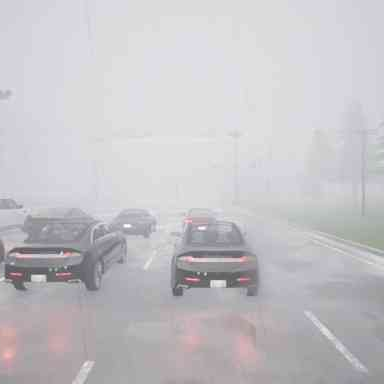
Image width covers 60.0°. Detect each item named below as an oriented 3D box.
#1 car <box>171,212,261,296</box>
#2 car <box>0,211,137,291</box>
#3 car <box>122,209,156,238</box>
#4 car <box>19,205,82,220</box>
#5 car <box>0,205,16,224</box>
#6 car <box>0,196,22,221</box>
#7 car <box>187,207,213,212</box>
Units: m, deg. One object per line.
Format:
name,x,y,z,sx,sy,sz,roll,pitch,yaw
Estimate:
car,0.482,1.492,8.605,2.128,1.511,4.902,0,0,0
car,-3.033,1.492,8.999,2.128,1.511,4.902,0,0,0
car,-3.057,1.565,17.697,1.994,1.385,4.181,0,0,0
car,-6.554,1.479,17.125,1.882,1.535,5.008,0,0,0
car,-6.532,1.352,7.952,2.097,1.767,4.553,0,0,0
car,-10.050,1.223,16.621,2.150,2.045,5.566,0,0,0
car,0.435,1.527,17.686,1.812,1.442,4.674,0,0,0
